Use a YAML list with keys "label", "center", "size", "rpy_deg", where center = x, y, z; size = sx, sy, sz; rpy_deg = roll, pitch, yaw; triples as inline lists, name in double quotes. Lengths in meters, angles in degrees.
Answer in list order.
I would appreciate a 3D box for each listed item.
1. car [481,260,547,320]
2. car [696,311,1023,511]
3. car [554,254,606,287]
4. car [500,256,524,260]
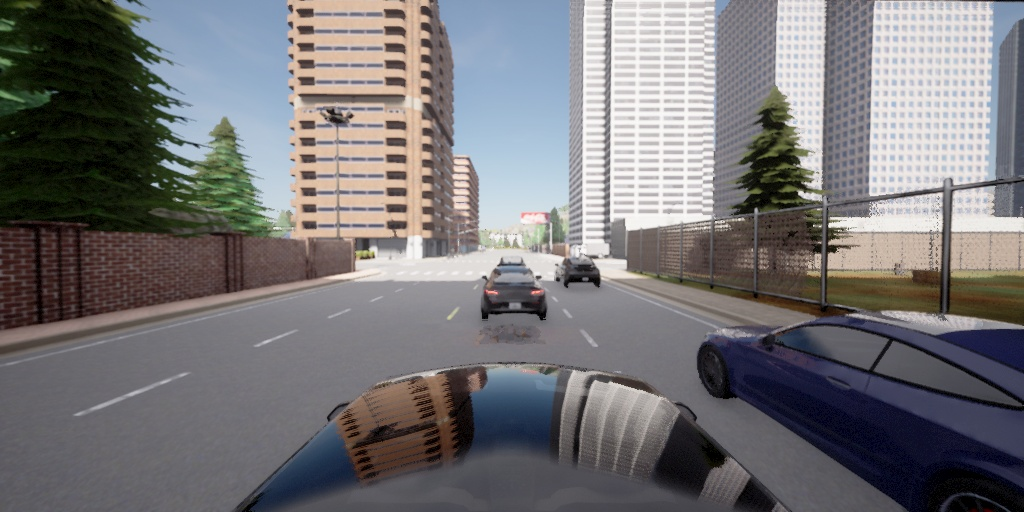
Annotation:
- label: "car"
  center: [0.012, 1.035, 11.338]
  size: [1.812, 1.442, 4.674]
  rpy_deg: [0, 1, -2]
- label: "car"
  center: [3.608, 1.235, 3.299]
  size: [1.812, 1.442, 4.674]
  rpy_deg: [0, 2, 0]
- label: "car"
  center: [3.500, 0.806, 19.578]
  size: [1.837, 1.490, 4.892]
  rpy_deg: [0, 1, 0]
- label: "car"
  center: [-0.009, 0.750, 21.327]
  size: [2.128, 1.511, 4.902]
  rpy_deg: [0, 1, 0]
